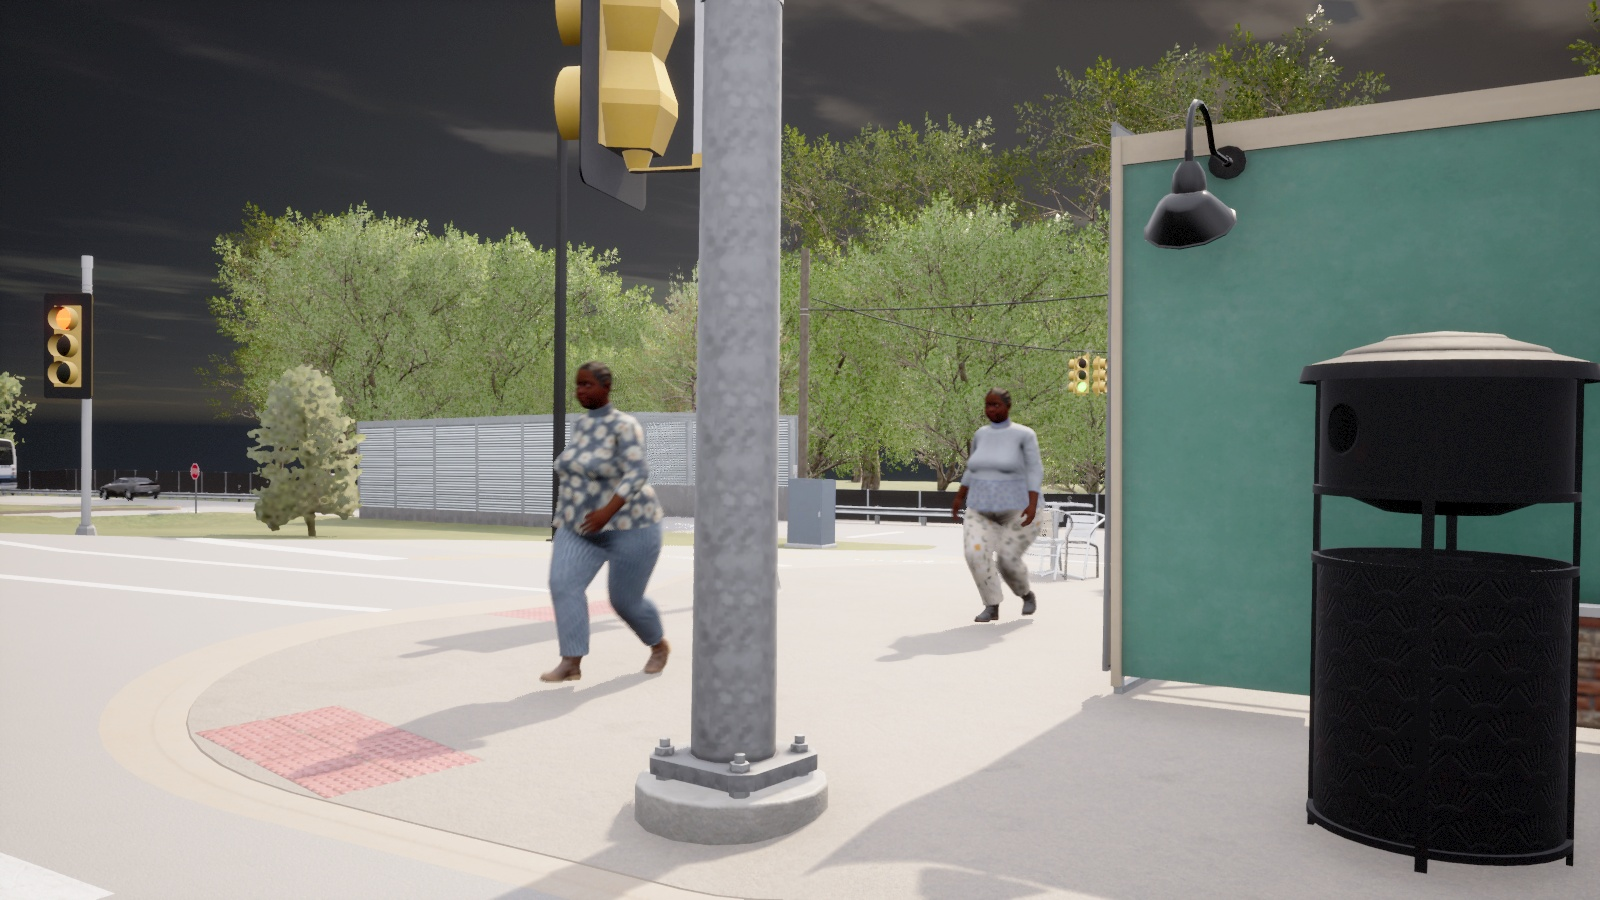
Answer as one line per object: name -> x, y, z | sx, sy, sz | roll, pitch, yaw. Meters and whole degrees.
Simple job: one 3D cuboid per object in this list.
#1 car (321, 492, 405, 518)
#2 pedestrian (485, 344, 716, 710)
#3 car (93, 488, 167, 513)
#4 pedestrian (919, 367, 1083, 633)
car -> -23.963, 2.982, 68.749 | 4.718, 1.301, 1.895 | -1, 0, 35
pedestrian -> -1.092, 0.383, 6.967 | 0.874, 1.855, 0.900 | 0, 1, 34
car -> -43.613, 3.268, 81.762 | 4.902, 1.511, 2.128 | -1, 0, 33
pedestrian -> 1.506, 0.338, 9.366 | 0.874, 1.855, 0.900 | 0, 1, 39
